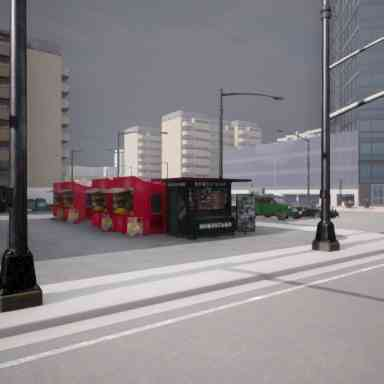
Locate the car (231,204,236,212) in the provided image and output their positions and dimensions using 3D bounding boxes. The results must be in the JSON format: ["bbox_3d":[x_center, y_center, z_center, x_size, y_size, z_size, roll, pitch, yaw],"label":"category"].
[{"bbox_3d":[3.934,1.882,39.616,1.895,1.301,4.718,0,-1,-36],"label":"car"}]

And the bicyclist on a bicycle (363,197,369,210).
[{"bbox_3d":[22.232,1.466,42.453,1.656,1.620,0.582,0,0,-36],"label":"bicyclist on a bicycle"}]

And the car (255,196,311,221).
[{"bbox_3d":[7.168,1.363,29.202,2.150,2.045,5.566,0,-1,-36],"label":"car"}]

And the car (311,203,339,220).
[{"bbox_3d":[10.942,1.692,29.957,1.994,1.385,4.181,0,-1,-36],"label":"car"}]
